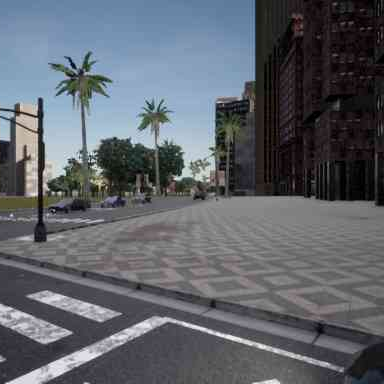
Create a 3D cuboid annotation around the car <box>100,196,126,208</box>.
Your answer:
[{"bbox_3d":[-10.213,1.260,43.564,1.812,1.442,4.674,0,1,13],"label":"car"}]

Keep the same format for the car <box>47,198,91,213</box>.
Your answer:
[{"bbox_3d":[-12.435,1.363,34.170,2.033,1.411,5.357,0,0,14],"label":"car"}]

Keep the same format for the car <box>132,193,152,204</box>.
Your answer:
[{"bbox_3d":[-8.088,0.995,53.645,2.097,1.767,4.553,0,1,11],"label":"car"}]

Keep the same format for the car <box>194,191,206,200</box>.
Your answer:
[{"bbox_3d":[1.707,0.692,71.364,2.150,2.045,5.566,0,1,8],"label":"car"}]

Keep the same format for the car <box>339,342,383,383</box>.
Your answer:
[{"bbox_3d":[3.208,1.505,1.422,4.892,1.490,1.837,0,0,34],"label":"car"}]
